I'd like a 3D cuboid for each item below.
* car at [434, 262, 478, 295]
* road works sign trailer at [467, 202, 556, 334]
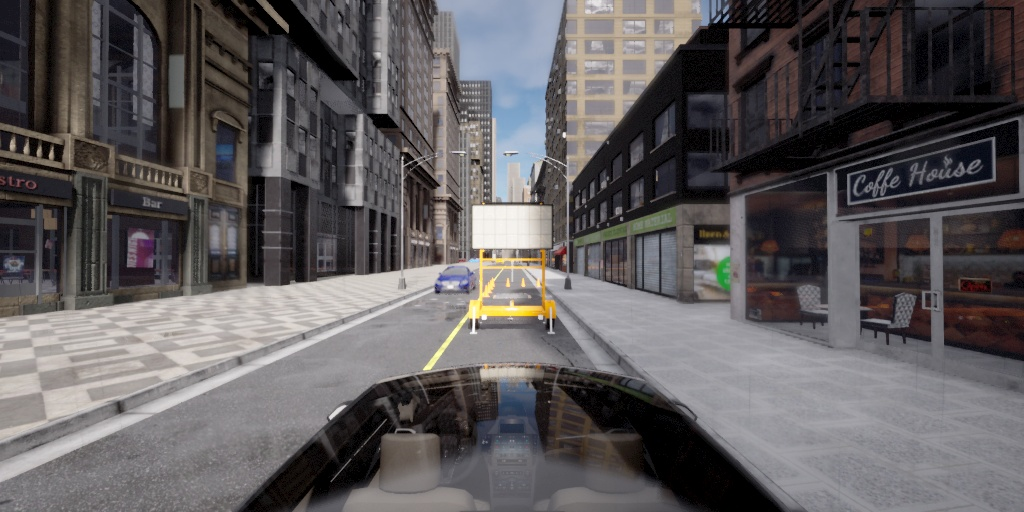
[{"bbox_3d":[-3.077,1.283,20.176,1.812,1.442,4.674,0,0,0],"label":"car"},{"bbox_3d":[0.011,0.216,10.613,2.380,3.560,2.880,0,0,0],"label":"road works sign trailer"}]
